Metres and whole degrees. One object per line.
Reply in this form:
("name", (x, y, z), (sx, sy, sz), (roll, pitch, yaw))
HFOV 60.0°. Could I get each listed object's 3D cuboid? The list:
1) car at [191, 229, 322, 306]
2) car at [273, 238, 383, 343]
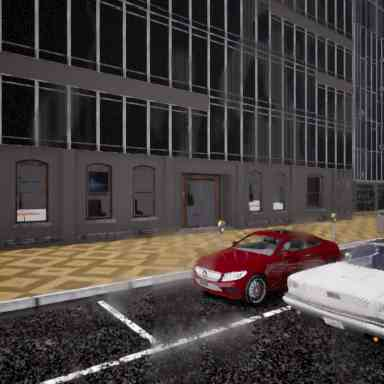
("car", (1.941, 1.582, 7.964), (4.206, 1.307, 1.802), (0, 0, -36))
("car", (3.857, 1.601, 6.150), (4.718, 1.301, 1.895), (0, 0, -36))
